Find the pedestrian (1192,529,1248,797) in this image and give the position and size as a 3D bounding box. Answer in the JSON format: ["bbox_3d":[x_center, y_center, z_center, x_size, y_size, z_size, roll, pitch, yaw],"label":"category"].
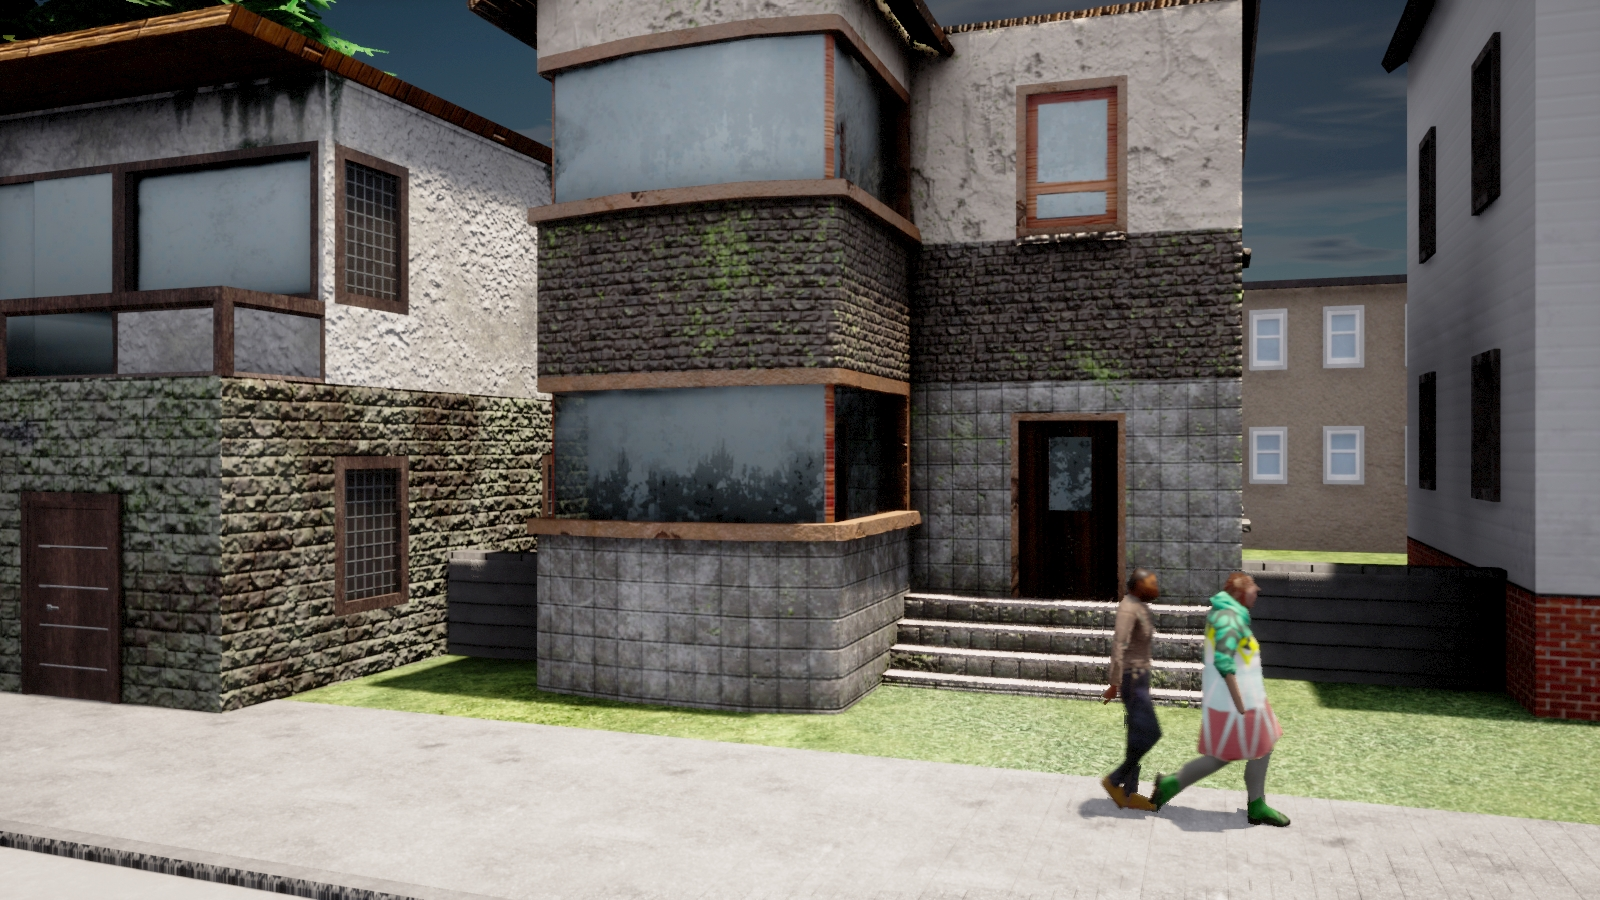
[{"bbox_3d":[3.057,1.524,8.326,0.375,1.860,0.375,0,0,20],"label":"pedestrian"}]

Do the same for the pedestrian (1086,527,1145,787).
[{"bbox_3d":[2.372,1.525,8.569,0.375,1.860,0.375,0,0,24],"label":"pedestrian"}]
